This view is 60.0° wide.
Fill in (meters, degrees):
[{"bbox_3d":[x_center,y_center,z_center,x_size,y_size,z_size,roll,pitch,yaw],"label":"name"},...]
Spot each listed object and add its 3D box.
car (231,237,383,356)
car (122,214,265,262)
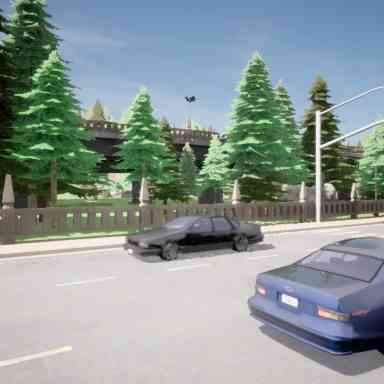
[{"bbox_3d":[3.496,1.547,5.918,5.357,1.411,2.033,0,0,-31],"label":"car"},{"bbox_3d":[0.245,1.548,12.326,5.357,1.411,2.033,0,0,-32],"label":"car"}]
